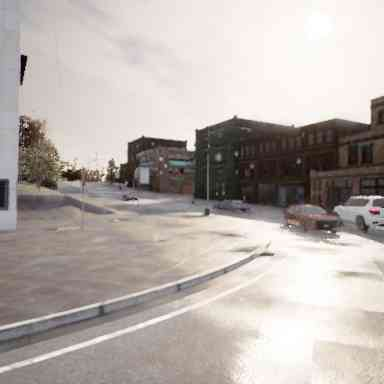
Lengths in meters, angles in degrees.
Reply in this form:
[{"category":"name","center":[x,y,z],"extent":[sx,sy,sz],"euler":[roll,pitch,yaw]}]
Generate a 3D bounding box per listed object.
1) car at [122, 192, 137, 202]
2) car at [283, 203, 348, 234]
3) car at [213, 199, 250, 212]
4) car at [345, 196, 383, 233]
[{"category":"car","center":[-11.079,0.851,59.317],"extent":[1.837,1.490,4.892],"euler":[1,2,-28]},{"category":"car","center":[6.865,1.474,19.611],"extent":[1.882,1.535,5.008],"euler":[1,0,-1]},{"category":"car","center":[4.461,1.554,38.289],"extent":[2.033,1.411,5.357],"euler":[1,0,-29]},{"category":"car","center":[10.592,1.275,20.312],"extent":[2.150,2.045,5.566],"euler":[1,0,0]}]
